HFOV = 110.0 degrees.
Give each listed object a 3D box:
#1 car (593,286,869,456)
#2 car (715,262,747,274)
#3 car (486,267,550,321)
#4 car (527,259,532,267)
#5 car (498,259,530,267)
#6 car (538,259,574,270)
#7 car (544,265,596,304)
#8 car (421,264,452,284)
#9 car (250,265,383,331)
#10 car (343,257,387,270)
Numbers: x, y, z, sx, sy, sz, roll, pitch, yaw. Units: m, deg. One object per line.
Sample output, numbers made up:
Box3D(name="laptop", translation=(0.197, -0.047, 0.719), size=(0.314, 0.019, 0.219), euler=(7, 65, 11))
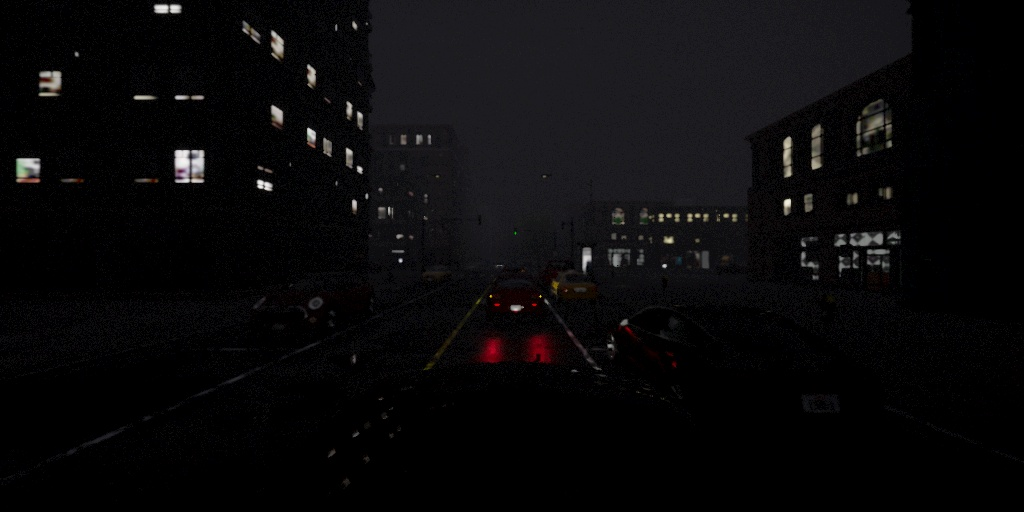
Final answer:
Box3D(name="car", translation=(2.692, 1.321, 5.199), size=(1.948, 1.339, 4.313), euler=(0, 0, 0))
Box3D(name="car", translation=(26.187, 1.481, 41.820), size=(4.507, 1.381, 1.888), euler=(0, 0, 0))
Box3D(name="car", translation=(0.109, 1.292, 12.448), size=(1.812, 1.442, 4.674), euler=(0, 0, 0))
Box3D(name="car", translation=(2.754, 1.427, 65.308), size=(2.007, 1.370, 4.403), euler=(0, 0, 0))
Box3D(name="car", translation=(0.125, 1.268, 27.871), size=(1.882, 1.535, 5.008), euler=(0, 0, 0))
Box3D(name="car", translation=(2.710, 1.095, 21.818), size=(2.192, 1.841, 5.009), euler=(0, 0, 0))
Box3D(name="car", translation=(2.704, 1.298, 16.448), size=(1.751, 1.417, 4.829), euler=(0, 0, 0))
Box3D(name="car", translation=(-5.667, 1.315, 27.197), size=(1.751, 1.417, 4.829), euler=(0, 0, 0))
Box3D(name="car", translation=(-5.683, 1.204, 10.748), size=(1.967, 1.591, 4.097), euler=(0, 0, 0))
Box3D(name="car", translation=(-17.237, 1.075, 41.610), size=(5.009, 1.841, 2.192), euler=(0, 0, 0))
